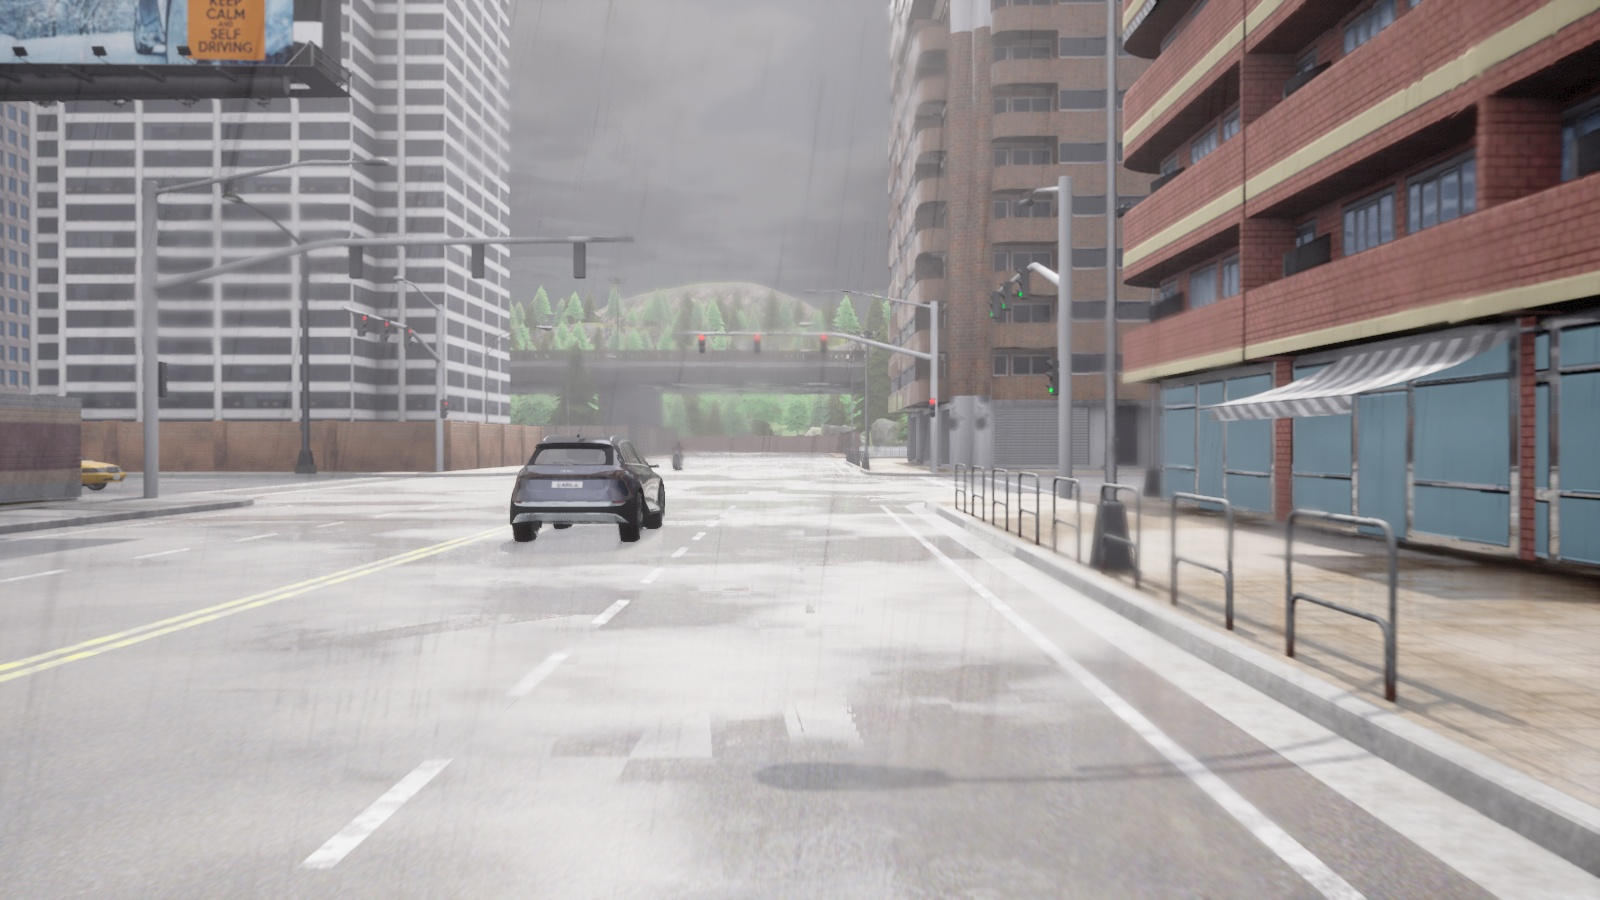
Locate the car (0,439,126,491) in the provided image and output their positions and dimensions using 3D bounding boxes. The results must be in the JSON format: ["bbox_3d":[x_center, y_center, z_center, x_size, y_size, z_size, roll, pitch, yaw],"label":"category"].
[{"bbox_3d":[-24.011,0.447,38.828,5.366,1.575,1.801,0,0,1],"label":"car"}]

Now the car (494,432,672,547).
[{"bbox_3d":[-3.370,0.558,20.500,2.033,1.649,4.856,0,0,0],"label":"car"}]
